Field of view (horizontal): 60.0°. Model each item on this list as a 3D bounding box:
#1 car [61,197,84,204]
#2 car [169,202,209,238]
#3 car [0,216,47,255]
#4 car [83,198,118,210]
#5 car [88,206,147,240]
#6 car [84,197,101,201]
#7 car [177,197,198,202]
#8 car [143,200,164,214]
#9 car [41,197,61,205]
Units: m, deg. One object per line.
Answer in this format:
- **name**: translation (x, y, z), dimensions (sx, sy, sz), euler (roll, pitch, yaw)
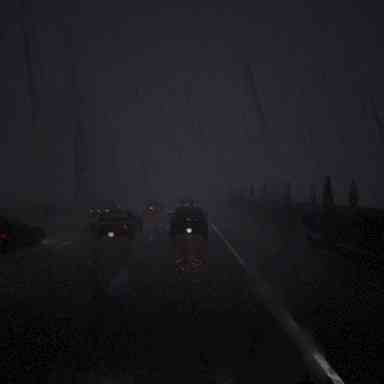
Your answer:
- **car**: translation (-18.535, 1.453, 52.732), dimensions (1.882, 1.535, 5.008), euler (0, 0, -1)
- **car**: translation (-0.177, 1.494, 17.606), dimensions (1.837, 1.490, 4.892), euler (0, 0, -1)
- **car**: translation (-7.063, 1.544, 11.696), dimensions (2.033, 1.411, 5.357), euler (0, 0, -1)
- **car**: translation (-7.394, 1.533, 28.686), dimensions (2.033, 1.411, 5.357), euler (0, 0, -1)
- **car**: translation (-3.665, 1.592, 17.075), dimensions (1.895, 1.301, 4.718), euler (0, 0, -1)
- **car**: translation (-15.038, 1.538, 52.643), dimensions (1.994, 1.385, 4.181), euler (0, 0, -1)
- **car**: translation (-0.496, 1.331, 33.852), dimensions (2.097, 1.767, 4.553), euler (0, 0, -1)
- **car**: translation (-4.013, 1.544, 34.685), dimensions (1.994, 1.385, 4.181), euler (0, 0, -1)
- **car**: translation (-22.027, 1.469, 52.303), dimensions (2.128, 1.511, 4.902), euler (0, 0, -1)
